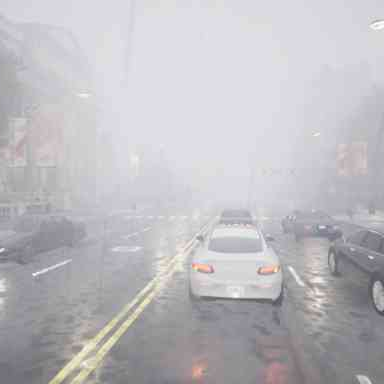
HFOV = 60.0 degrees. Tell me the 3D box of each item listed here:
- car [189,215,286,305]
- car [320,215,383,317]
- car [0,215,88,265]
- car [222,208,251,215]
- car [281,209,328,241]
[{"bbox_3d":[1.034,1.526,8.031,1.812,1.442,4.674,0,0,7],"label":"car"},{"bbox_3d":[4.469,1.505,7.326,1.837,1.490,4.892,0,0,7],"label":"car"},{"bbox_3d":[-5.688,1.547,12.033,2.033,1.411,5.357,0,0,9],"label":"car"},{"bbox_3d":[2.322,1.547,17.488,2.033,1.411,5.357,0,0,8],"label":"car"},{"bbox_3d":[5.759,1.547,16.597,2.033,1.411,5.357,0,0,6],"label":"car"}]
